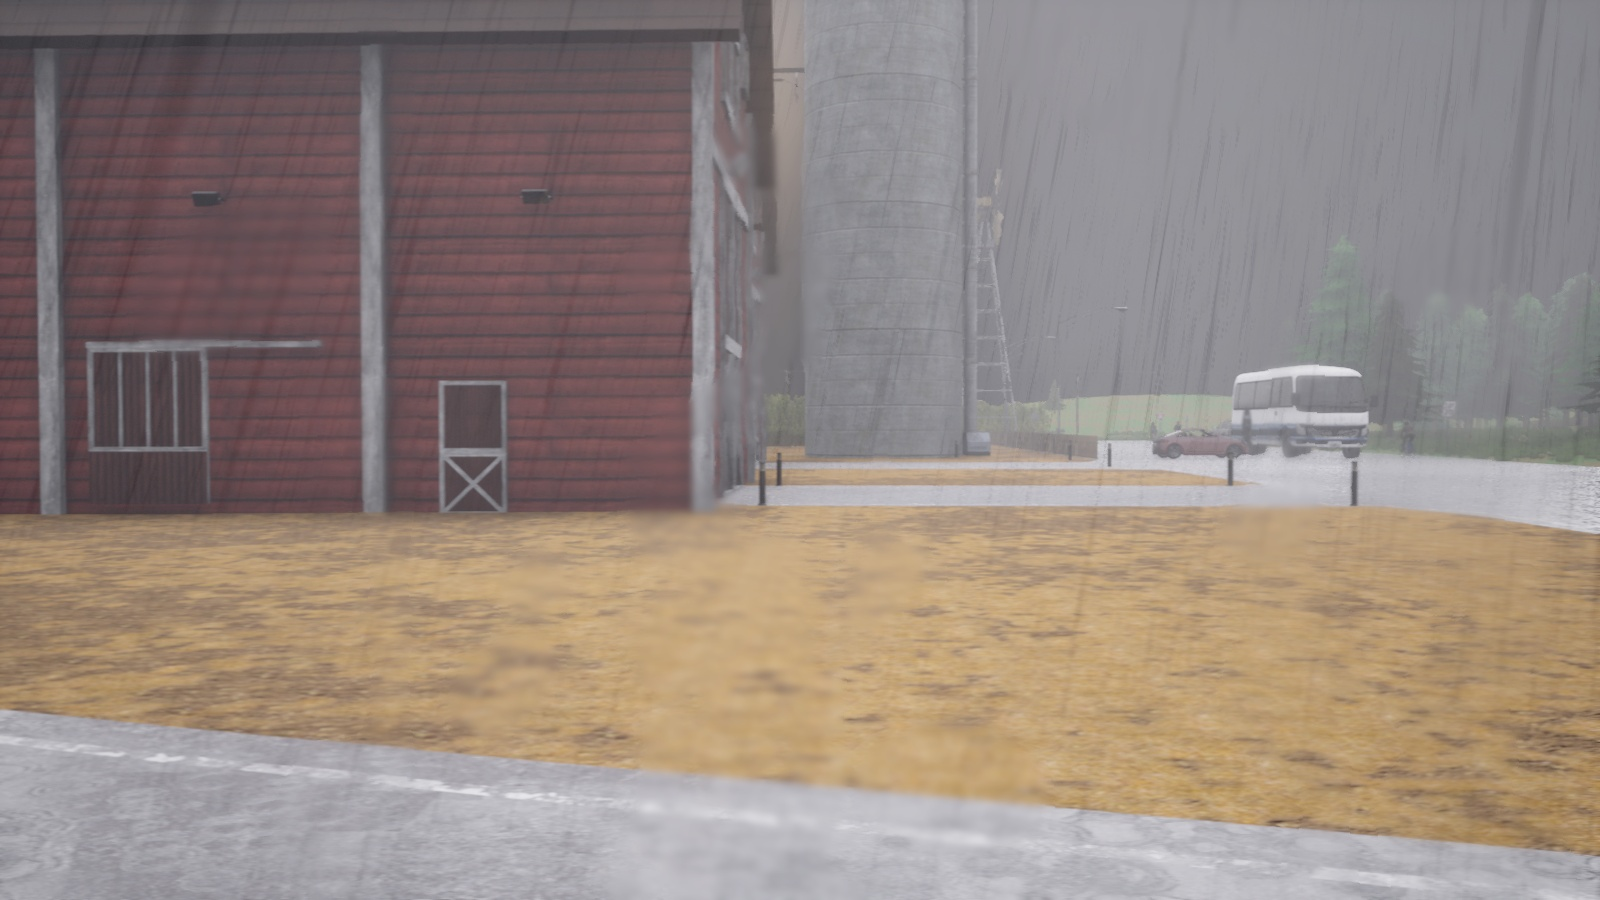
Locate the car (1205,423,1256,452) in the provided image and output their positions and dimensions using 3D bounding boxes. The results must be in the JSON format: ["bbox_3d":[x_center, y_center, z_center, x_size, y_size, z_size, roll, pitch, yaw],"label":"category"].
[{"bbox_3d":[28.141,-0.855,82.250,1.932,1.855,4.605,0,1,2],"label":"car"}]

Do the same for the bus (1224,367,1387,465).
[{"bbox_3d":[23.826,-1.608,60.022,3.944,4.253,10.273,0,1,2],"label":"bus"}]
